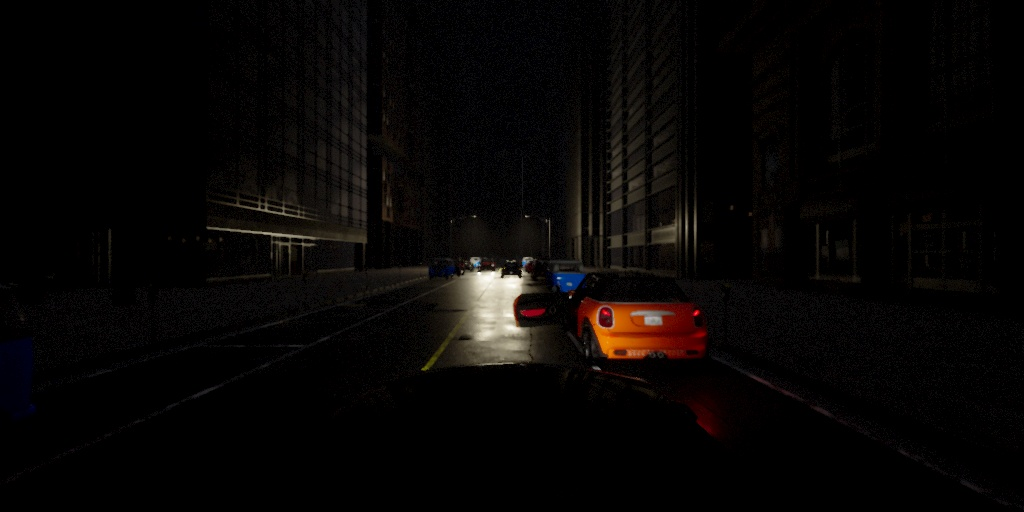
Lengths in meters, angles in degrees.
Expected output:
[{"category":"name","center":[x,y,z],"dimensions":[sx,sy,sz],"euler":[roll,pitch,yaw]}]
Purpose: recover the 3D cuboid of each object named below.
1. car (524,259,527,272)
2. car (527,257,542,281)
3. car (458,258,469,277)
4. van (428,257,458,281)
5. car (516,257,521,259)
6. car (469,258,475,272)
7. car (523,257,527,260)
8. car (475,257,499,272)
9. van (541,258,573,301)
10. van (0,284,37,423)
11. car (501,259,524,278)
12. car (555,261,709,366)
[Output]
[{"category":"car","center":[2.628,1.298,41.279],"dimensions":[1.888,1.381,4.507],"euler":[0,0,0]},{"category":"car","center":[2.667,1.066,30.061],"dimensions":[2.192,1.841,5.009],"euler":[0,0,0]},{"category":"car","center":[-5.877,1.066,35.631],"dimensions":[2.192,1.841,5.009],"euler":[0,0,0]},{"category":"van","center":[-5.858,1.092,30.021],"dimensions":[1.690,1.789,3.998],"euler":[0,0,0]},{"category":"car","center":[-0.107,1.280,47.932],"dimensions":[1.812,1.442,4.674],"euler":[0,0,0]},{"category":"car","center":[-5.916,1.304,46.849],"dimensions":[2.007,1.370,4.403],"euler":[0,0,0]},{"category":"car","center":[2.609,1.194,46.888],"dimensions":[1.967,1.591,4.097],"euler":[0,0,0]},{"category":"car","center":[-3.154,1.103,45.750],"dimensions":[2.097,1.767,4.553],"euler":[0,0,0]},{"category":"van","center":[2.706,1.091,18.843],"dimensions":[1.690,1.789,3.998],"euler":[0,0,0]},{"category":"van","center":[-5.761,1.091,1.974],"dimensions":[1.690,1.789,3.998],"euler":[0,0,0]},{"category":"car","center":[-0.054,1.278,33.490],"dimensions":[1.812,1.442,4.674],"euler":[0,0,0]},{"category":"car","center":[2.369,1.102,8.155],"dimensions":[2.097,1.767,4.553],"euler":[0,0,0]}]
